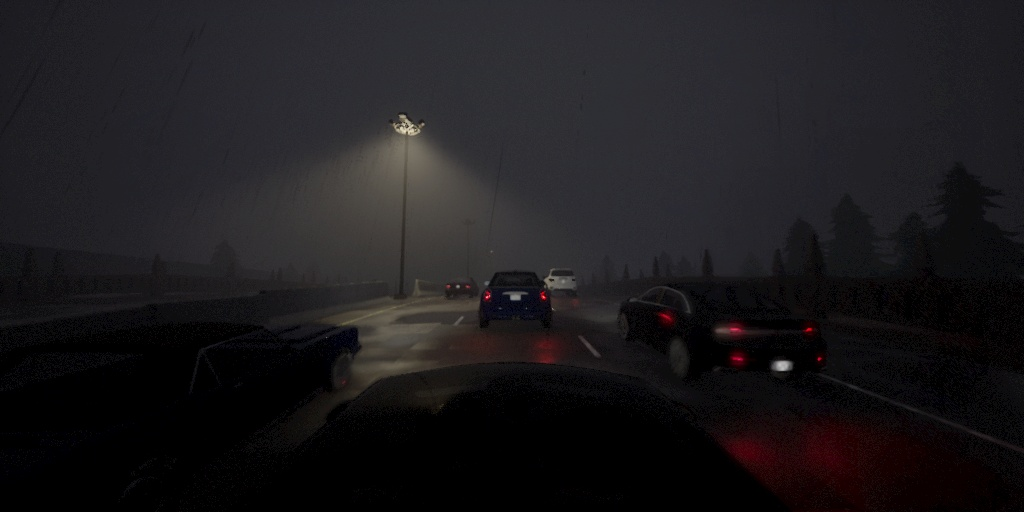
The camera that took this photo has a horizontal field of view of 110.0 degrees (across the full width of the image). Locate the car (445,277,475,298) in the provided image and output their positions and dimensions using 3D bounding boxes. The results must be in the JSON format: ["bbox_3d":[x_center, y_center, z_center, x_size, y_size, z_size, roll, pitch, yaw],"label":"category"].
[{"bbox_3d":[-3.403,2.185,25.067,2.033,1.411,5.357,0,-5,0],"label":"car"}]

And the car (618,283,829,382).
[{"bbox_3d":[3.600,1.279,7.201,2.128,1.511,4.902,0,-1,0],"label":"car"}]

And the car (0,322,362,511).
[{"bbox_3d":[-3.400,1.359,3.798,1.895,1.301,4.718,0,0,0],"label":"car"}]

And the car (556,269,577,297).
[{"bbox_3d":[3.609,2.089,27.746,2.150,2.045,5.566,0,-5,0],"label":"car"}]

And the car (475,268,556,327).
[{"bbox_3d":[0.099,1.254,12.173,2.097,1.767,4.553,0,-2,0],"label":"car"}]
